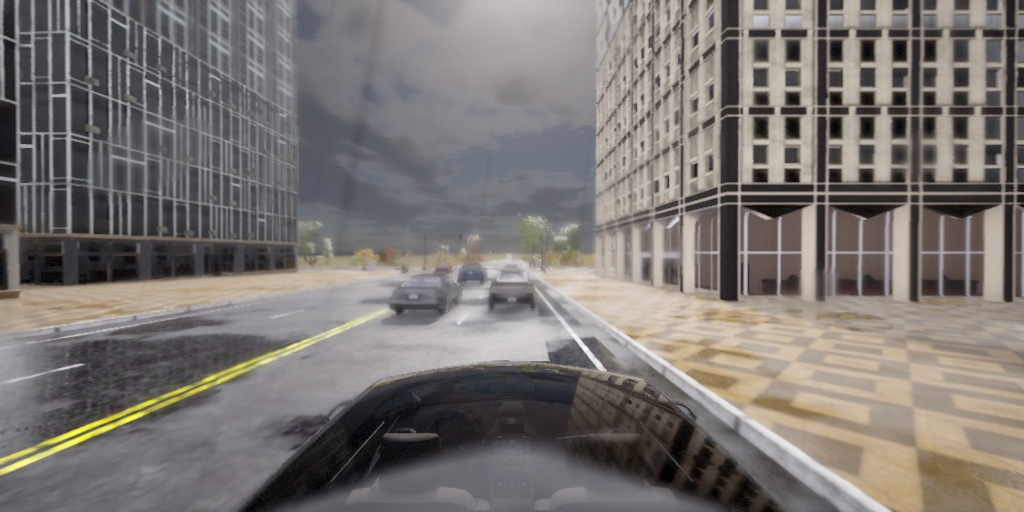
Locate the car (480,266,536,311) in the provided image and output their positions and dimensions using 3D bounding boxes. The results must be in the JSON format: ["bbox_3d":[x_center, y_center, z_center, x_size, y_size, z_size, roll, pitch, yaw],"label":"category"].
[{"bbox_3d":[0.019,1.376,15.350,2.128,1.511,4.902,0,0,0],"label":"car"}]

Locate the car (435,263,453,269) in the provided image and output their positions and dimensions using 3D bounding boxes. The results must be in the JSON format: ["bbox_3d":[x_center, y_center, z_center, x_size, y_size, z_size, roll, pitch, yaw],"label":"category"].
[{"bbox_3d":[-9.790,1.686,51.661,1.882,1.535,5.008,0,-1,1],"label":"car"}]

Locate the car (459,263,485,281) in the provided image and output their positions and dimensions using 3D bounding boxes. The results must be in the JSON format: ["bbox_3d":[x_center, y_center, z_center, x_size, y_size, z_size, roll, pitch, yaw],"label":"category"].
[{"bbox_3d":[-3.236,1.373,30.250,2.097,1.767,4.553,0,-1,0],"label":"car"}]

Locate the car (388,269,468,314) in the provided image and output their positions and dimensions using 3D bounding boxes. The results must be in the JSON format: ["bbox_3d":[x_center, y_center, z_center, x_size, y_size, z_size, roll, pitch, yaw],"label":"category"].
[{"bbox_3d":[-3.244,1.421,14.371,2.033,1.411,5.357,0,-1,0],"label":"car"}]

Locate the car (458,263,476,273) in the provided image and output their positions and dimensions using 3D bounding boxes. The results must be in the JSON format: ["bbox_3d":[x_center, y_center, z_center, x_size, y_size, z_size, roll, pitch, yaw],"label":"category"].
[{"bbox_3d":[-6.533,1.780,52.433,1.994,1.385,4.181,0,-1,0],"label":"car"}]
